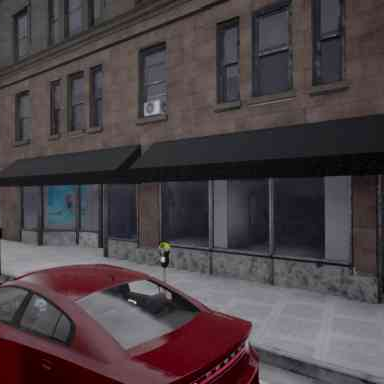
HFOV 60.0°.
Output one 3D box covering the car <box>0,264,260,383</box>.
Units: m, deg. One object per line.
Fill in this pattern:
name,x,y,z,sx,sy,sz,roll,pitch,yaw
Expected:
car,-1.468,1.545,3.893,4.507,1.381,1.887,0,0,35
